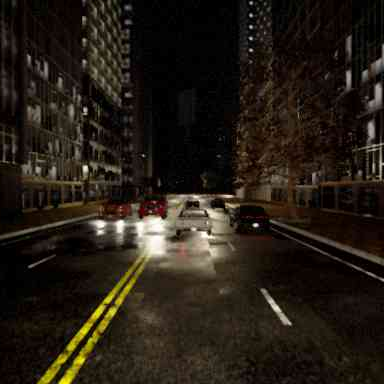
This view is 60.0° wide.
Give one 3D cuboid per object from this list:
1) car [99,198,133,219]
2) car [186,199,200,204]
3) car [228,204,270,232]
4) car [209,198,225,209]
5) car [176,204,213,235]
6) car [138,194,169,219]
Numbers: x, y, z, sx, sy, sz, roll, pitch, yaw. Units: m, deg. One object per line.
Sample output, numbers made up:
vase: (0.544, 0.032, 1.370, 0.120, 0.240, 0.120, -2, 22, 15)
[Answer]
car: (-6.507, 1.344, 28.701, 2.097, 1.767, 4.553, 0, 0, 0)
car: (0.104, 1.574, 45.980, 1.895, 1.301, 4.718, 0, 0, 0)
car: (3.352, 1.500, 19.908, 1.837, 1.490, 4.892, 0, 0, 0)
car: (3.353, 1.522, 44.063, 2.033, 1.411, 5.357, 0, 0, 0)
car: (0.100, 1.598, 18.953, 1.895, 1.301, 4.718, 0, 0, 0)
car: (-3.253, 1.216, 28.967, 2.150, 2.045, 5.566, 0, 0, 0)
